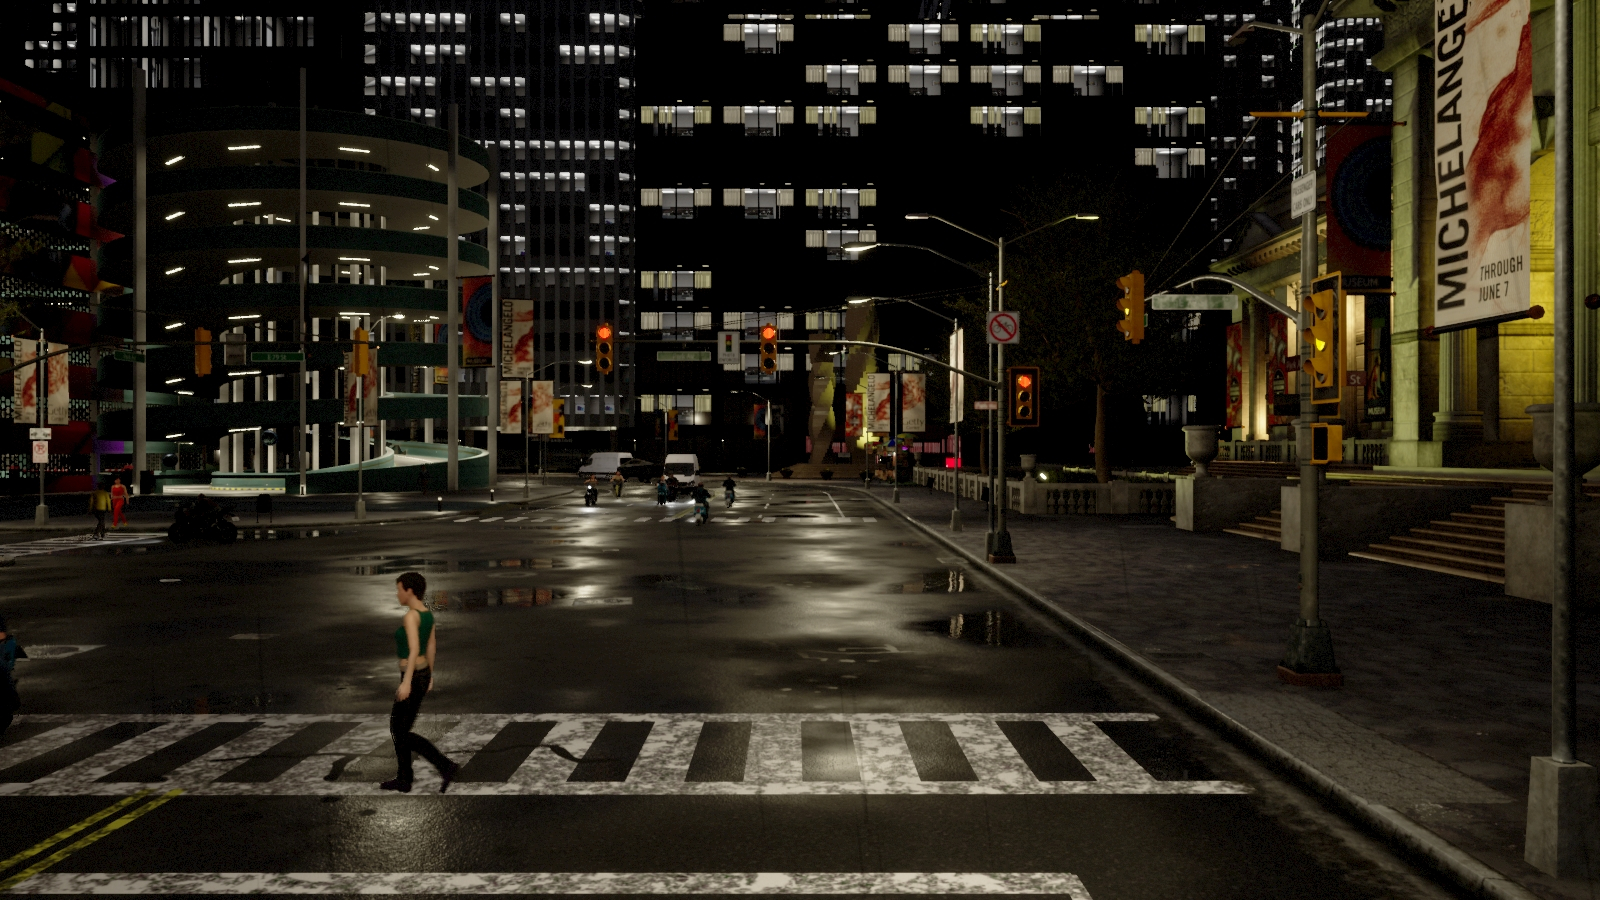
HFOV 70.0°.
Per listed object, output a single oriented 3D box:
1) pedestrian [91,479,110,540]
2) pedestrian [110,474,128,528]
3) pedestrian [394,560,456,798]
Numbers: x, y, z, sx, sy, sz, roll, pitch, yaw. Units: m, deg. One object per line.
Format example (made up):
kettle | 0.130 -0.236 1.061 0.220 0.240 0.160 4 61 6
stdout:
pedestrian | -21.664 1.848 35.400 0.375 1.860 0.375 0 0 -5
pedestrian | -23.364 1.750 39.197 0.375 1.860 0.375 0 0 -1
pedestrian | -3.054 1.849 9.327 0.375 1.860 0.375 0 0 2
